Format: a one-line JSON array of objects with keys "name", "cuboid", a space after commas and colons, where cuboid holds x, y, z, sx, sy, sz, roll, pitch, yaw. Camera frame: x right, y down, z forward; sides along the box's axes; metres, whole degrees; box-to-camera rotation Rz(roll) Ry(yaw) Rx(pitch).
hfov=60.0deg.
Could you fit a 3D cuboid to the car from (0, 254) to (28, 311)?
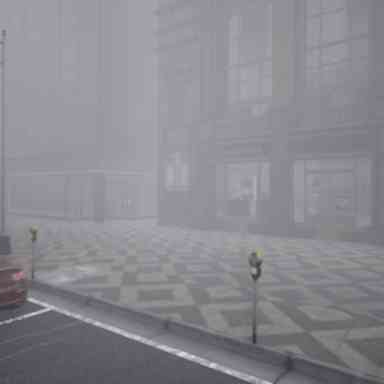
[{"name": "car", "cuboid": [-4.783, 1.545, 6.363, 4.206, 1.307, 1.802, 0, 0, 35]}]
